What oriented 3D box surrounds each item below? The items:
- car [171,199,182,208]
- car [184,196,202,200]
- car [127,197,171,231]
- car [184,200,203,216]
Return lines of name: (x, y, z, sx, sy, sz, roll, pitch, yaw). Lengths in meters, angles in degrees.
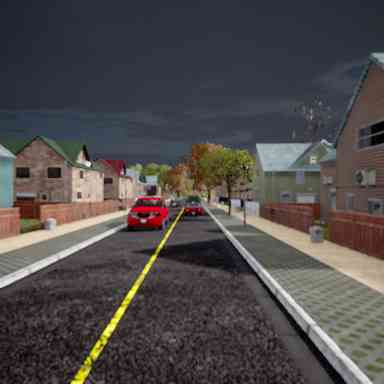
car: (-2.750, 1.832, 54.787, 2.128, 1.511, 4.902, 0, -1, 0)
car: (0.160, 1.505, 45.261, 2.150, 2.045, 5.566, 0, 0, 0)
car: (-2.811, 1.366, 22.098, 2.150, 2.045, 5.566, 0, -1, 0)
car: (0.150, 1.822, 34.947, 1.895, 1.301, 4.718, 0, 0, 0)
